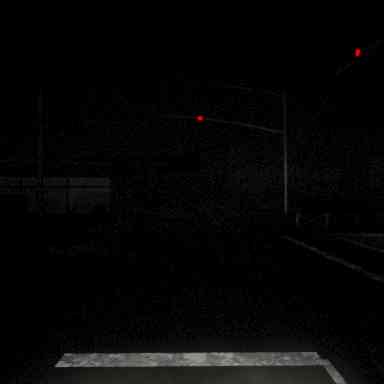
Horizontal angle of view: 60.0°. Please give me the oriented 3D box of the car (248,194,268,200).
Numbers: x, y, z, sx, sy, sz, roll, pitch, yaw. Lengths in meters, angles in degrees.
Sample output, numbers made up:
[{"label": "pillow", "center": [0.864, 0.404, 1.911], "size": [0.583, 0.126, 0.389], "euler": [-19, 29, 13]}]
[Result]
[{"label": "car", "center": [18.146, 1.334, 91.646], "size": [4.902, 1.511, 2.128], "euler": [0, 0, 0]}]

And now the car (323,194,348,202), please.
[{"label": "car", "center": [31.326, 1.298, 72.731], "size": [4.514, 1.523, 2.007], "euler": [0, 0, 0]}]

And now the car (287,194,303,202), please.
[{"label": "car", "center": [21.338, 1.097, 65.757], "size": [4.605, 1.855, 1.932], "euler": [0, 0, 0]}]

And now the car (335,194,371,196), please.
[{"label": "car", "center": [20.657, 1.320, 43.305], "size": [3.633, 1.501, 1.845], "euler": [0, 0, 0]}]

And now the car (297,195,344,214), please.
[{"label": "car", "center": [13.021, 1.330, 31.435], "size": [5.027, 1.636, 2.152], "euler": [0, 0, 0]}]

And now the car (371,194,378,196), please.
[{"label": "car", "center": [38.387, 1.232, 69.091], "size": [3.806, 1.475, 1.970], "euler": [0, 0, 0]}]

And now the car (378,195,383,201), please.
[{"label": "car", "center": [38.731, 1.154, 62.675], "size": [5.027, 1.636, 2.152], "euler": [0, 0, 0]}]

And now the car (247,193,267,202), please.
[{"label": "car", "center": [13.459, 1.077, 69.018], "size": [3.866, 1.878, 1.905], "euler": [0, 0, 0]}]

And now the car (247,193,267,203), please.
[{"label": "car", "center": [12.859, 1.361, 65.692], "size": [3.806, 1.475, 1.970], "euler": [0, 0, 0]}]

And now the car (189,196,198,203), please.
[{"label": "car", "center": [0.282, 1.547, 69.721], "size": [2.033, 1.411, 5.357], "euler": [0, 0, 0]}]

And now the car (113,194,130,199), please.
[{"label": "car", "center": [-19.389, 1.333, 91.627], "size": [4.674, 1.442, 1.812], "euler": [0, 0, 0]}]

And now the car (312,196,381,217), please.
[{"label": "car", "center": [13.084, 1.340, 28.298], "size": [4.514, 1.523, 2.007], "euler": [0, 0, 0]}]
